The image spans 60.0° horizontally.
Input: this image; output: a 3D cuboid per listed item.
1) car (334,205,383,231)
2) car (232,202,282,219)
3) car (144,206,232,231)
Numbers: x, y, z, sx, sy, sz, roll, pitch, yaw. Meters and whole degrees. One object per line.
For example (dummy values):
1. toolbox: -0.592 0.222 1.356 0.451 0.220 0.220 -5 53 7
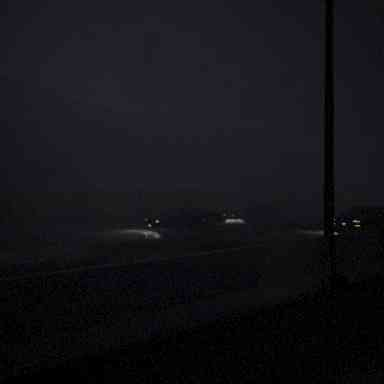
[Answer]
1. car: 10.496 1.551 20.079 4.892 1.490 1.837 0 0 -35
2. car: 5.664 1.597 29.532 5.357 1.411 2.033 0 0 -35
3. car: -0.306 1.574 20.975 5.357 1.411 2.033 0 0 -36
